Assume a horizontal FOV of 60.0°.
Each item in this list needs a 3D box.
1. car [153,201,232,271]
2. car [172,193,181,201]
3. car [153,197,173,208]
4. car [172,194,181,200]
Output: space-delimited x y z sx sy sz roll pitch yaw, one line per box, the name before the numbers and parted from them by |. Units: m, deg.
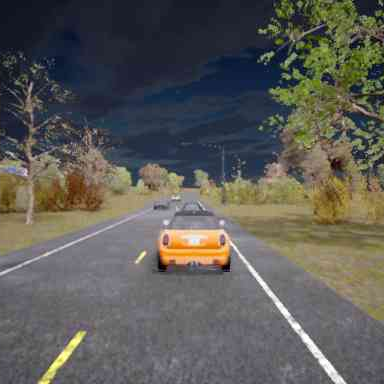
car | 0.064 1.364 11.158 2.097 1.767 4.553 0 0 0
car | -3.843 1.234 82.899 2.097 1.767 4.553 0 0 0
car | -3.888 1.590 42.984 1.994 1.385 4.181 0 0 -2
car | -3.695 1.414 75.625 1.895 1.301 4.718 0 0 -2
